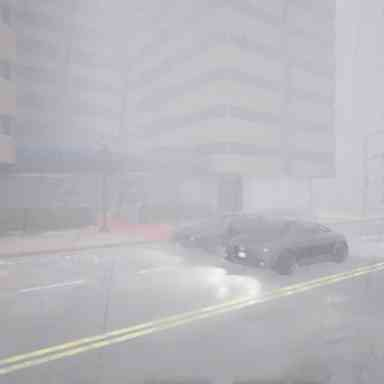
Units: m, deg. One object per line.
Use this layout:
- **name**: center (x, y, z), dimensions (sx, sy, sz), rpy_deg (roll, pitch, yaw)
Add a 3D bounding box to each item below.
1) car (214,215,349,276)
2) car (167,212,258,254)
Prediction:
- **car**: center (3.033, 1.566, 10.437), dimensions (4.181, 1.385, 1.994), rpy_deg (0, 0, -35)
- **car**: center (1.657, 1.550, 13.755), dimensions (5.357, 1.411, 2.033), rpy_deg (0, 0, -36)
